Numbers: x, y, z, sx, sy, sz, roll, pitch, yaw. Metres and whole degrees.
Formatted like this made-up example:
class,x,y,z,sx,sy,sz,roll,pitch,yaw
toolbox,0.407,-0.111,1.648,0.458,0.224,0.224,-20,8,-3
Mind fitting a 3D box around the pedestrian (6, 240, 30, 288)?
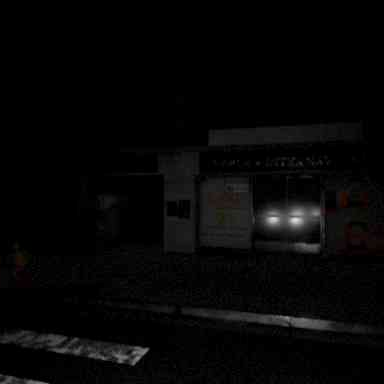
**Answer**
class,x,y,z,sx,sy,sz,roll,pitch,yaw
pedestrian,-3.761,1.569,7.276,0.500,1.100,0.500,0,0,17
